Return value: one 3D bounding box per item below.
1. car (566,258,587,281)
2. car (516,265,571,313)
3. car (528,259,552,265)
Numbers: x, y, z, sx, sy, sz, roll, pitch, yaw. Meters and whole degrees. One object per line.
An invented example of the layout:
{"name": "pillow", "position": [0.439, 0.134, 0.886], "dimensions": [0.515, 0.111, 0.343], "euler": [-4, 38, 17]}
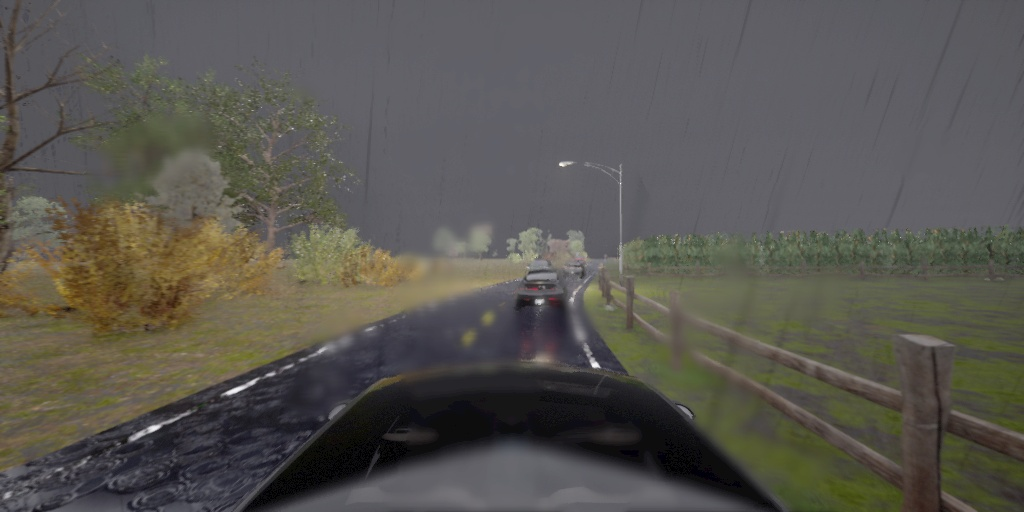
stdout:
{"name": "car", "position": [5.873, 1.231, 33.392], "dimensions": [2.128, 1.511, 4.902], "euler": [0, 0, 15]}
{"name": "car", "position": [1.292, 1.260, 14.173], "dimensions": [1.837, 1.490, 4.892], "euler": [0, 0, 8]}
{"name": "car", "position": [2.578, 1.090, 32.579], "dimensions": [2.097, 1.767, 4.553], "euler": [0, 0, 15]}
